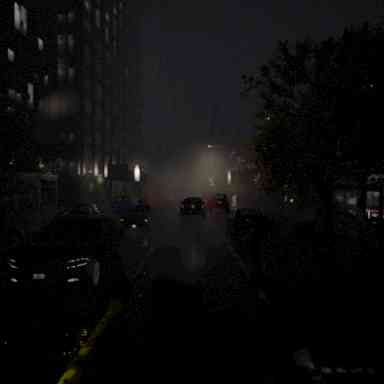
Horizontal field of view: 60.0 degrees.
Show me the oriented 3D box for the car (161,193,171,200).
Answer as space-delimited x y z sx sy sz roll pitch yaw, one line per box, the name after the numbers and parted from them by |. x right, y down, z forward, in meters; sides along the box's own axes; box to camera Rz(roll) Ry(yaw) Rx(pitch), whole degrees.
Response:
-5.706 1.037 72.835 1.752 1.417 4.829 -1 0 0 | car

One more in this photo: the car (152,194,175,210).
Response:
-3.023 1.287 38.945 2.033 1.411 5.357 0 0 1 | car

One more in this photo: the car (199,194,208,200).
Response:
2.674 1.055 78.528 1.802 1.307 4.206 -1 0 0 | car

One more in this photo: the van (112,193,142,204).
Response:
-5.706 1.149 28.726 1.690 1.788 3.998 -1 0 0 | van

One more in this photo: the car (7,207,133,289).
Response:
-3.095 1.416 9.212 1.882 1.535 5.008 0 0 0 | car

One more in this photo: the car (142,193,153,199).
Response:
-5.707 1.049 39.795 2.192 1.841 5.009 -1 0 0 | car

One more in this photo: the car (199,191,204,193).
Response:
2.671 0.900 61.924 2.192 1.841 5.009 -1 0 0 | car

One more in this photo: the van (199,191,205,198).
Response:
2.670 0.740 89.595 1.690 1.788 3.998 -1 0 0 | van

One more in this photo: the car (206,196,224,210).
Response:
2.677 1.258 39.957 1.752 1.417 4.829 -1 0 0 | car

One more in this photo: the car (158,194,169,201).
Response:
-5.706 1.075 67.300 1.752 1.417 4.829 -1 0 0 | car

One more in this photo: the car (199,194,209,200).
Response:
2.674 1.076 72.994 1.947 1.339 4.313 -1 0 0 | car

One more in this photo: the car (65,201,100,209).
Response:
-5.715 1.327 16.930 1.967 1.590 4.097 -1 0 0 | car

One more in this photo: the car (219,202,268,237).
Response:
2.690 1.438 16.914 2.008 1.369 4.403 -1 0 0 | car

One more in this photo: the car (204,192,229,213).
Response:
2.673 1.086 34.252 2.192 1.841 5.009 -1 0 0 | car

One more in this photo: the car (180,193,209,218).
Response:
0.077 1.166 27.673 2.097 1.767 4.553 0 0 0 | car

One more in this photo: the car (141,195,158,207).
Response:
-5.704 1.223 45.162 1.752 1.417 4.829 -1 0 0 | car

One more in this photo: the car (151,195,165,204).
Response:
-5.705 1.167 56.401 1.887 1.381 4.507 -1 0 0 | car

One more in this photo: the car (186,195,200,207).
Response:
0.081 1.223 45.145 1.812 1.442 4.674 0 1 0 | car

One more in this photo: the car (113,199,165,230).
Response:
-3.058 1.412 20.322 2.033 1.411 5.357 0 0 1 | car
